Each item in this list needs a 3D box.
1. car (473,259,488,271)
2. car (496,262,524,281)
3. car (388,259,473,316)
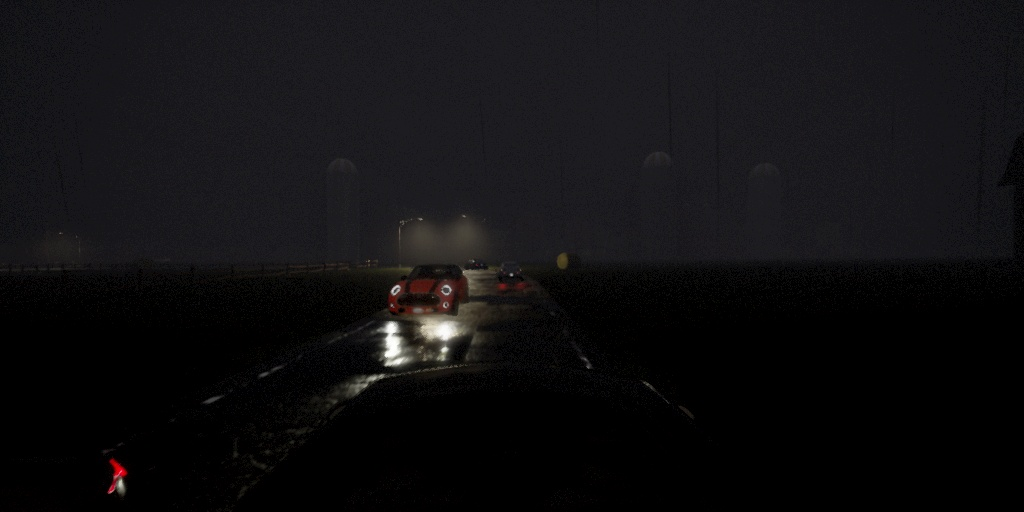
[{"bbox_3d":[-4.769,1.126,46.467,2.033,1.411,5.357,0,0,-24],"label":"car"},{"bbox_3d":[-0.232,1.161,28.923,1.812,1.442,4.674,0,0,-5],"label":"car"},{"bbox_3d":[-2.827,1.050,13.056,2.097,1.767,4.553,0,0,0],"label":"car"}]
